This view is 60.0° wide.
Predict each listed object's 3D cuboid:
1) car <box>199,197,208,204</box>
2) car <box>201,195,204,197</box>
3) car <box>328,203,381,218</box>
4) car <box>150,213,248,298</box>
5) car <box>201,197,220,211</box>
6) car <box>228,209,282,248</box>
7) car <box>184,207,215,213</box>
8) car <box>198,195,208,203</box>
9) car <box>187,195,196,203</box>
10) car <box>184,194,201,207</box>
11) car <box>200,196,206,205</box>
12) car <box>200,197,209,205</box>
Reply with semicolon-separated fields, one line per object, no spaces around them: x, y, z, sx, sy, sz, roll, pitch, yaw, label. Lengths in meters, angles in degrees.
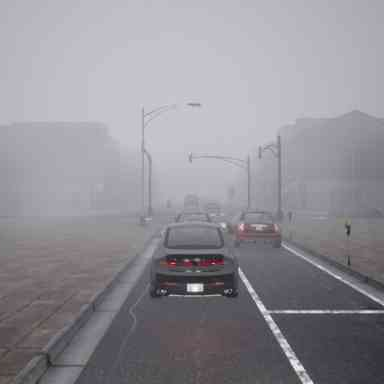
2.501;1.892;74.492;1.752;1.417;4.829;1;-1;0;car
2.547;1.703;52.742;1.752;1.417;4.829;1;0;0;car
14.502;1.631;29.804;4.181;1.385;1.994;0;-2;0;car
0.022;1.512;8.533;1.837;1.490;4.892;0;0;-1;car
2.569;1.673;41.698;1.947;1.339;4.313;1;0;0;car
2.630;1.457;14.952;1.967;1.590;4.097;2;0;0;car
0.060;1.619;16.032;1.895;1.301;4.718;0;0;0;car
2.494;1.735;79.763;2.192;1.841;5.009;1;-1;0;car
-0.170;1.676;82.654;2.150;2.045;5.566;0;-1;0;car
-0.033;1.388;51.359;2.150;2.045;5.566;0;0;1;car
2.557;1.705;47.135;1.947;1.339;4.313;1;0;0;car
2.512;1.840;69.054;1.752;1.417;4.829;1;-1;0;car
